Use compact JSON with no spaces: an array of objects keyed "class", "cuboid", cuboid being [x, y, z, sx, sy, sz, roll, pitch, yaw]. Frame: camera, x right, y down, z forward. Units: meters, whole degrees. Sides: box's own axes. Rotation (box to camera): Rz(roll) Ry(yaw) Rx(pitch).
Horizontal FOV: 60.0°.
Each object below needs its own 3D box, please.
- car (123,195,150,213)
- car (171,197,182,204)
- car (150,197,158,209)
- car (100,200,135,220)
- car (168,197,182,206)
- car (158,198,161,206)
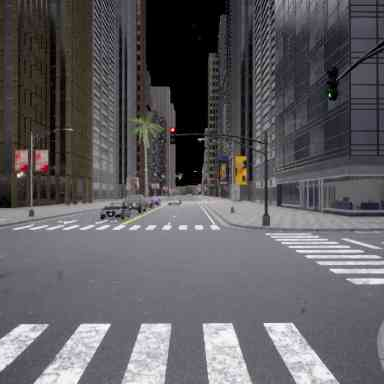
[{"class":"car","cuboid":[-6.642,1.314,38.452,2.150,2.045,5.566,0,0,0]},{"class":"car","cuboid":[-3.228,1.789,69.693,1.994,1.385,4.181,0,0,0]},{"class":"car","cuboid":[-6.645,1.483,48.380,2.097,1.767,4.553,0,0,0]},{"class":"car","cuboid":[-6.631,1.628,29.128,1.994,1.385,4.181,0,0,0]},{"class":"car","cuboid":[-3.218,1.782,59.798,1.895,1.301,4.718,0,0,0]},{"class":"car","cuboid":[-6.613,1.653,58.520,1.882,1.535,5.008,0,0,0]}]
